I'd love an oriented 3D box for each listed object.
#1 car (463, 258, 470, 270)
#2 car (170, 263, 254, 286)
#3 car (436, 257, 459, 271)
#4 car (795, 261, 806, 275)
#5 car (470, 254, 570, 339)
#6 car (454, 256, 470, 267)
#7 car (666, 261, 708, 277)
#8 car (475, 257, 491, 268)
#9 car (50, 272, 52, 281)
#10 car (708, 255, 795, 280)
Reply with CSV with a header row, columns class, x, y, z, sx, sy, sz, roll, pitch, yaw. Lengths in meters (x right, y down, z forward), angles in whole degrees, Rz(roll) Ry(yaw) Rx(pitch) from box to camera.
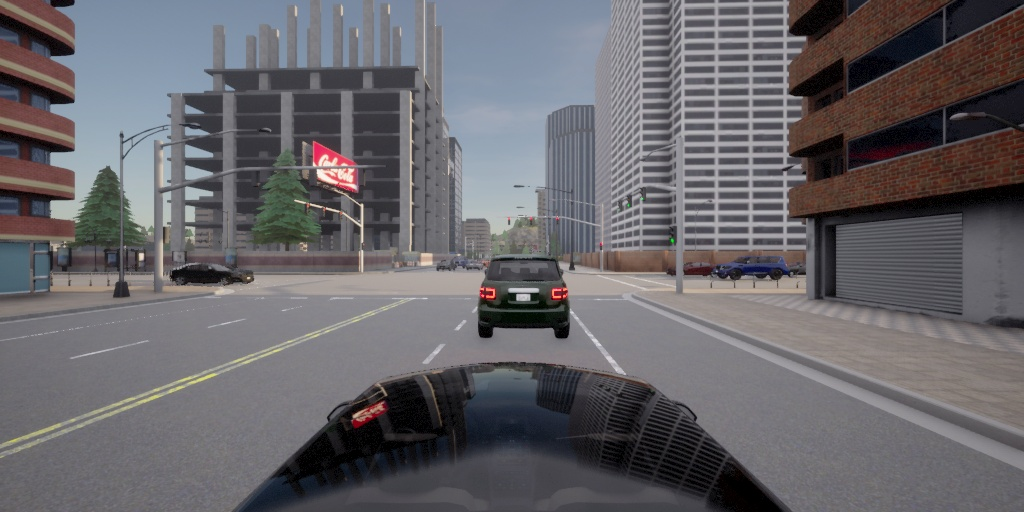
class,x,y,z,sx,sy,sz,roll,pitch,yaw
car,-5.276,1.351,51.160,1.895,1.301,4.718,0,0,2
car,-20.366,1.228,24.482,5.008,1.535,1.882,0,0,3
car,-8.880,1.255,48.524,1.837,1.490,4.892,0,0,2
car,27.240,1.241,33.737,4.902,1.511,2.128,0,0,2
car,0.338,0.971,10.283,2.150,2.045,5.566,0,0,2
car,-8.497,0.971,58.372,2.150,2.045,5.566,0,0,1
car,17.310,1.228,34.071,5.008,1.535,1.882,0,0,2
car,-4.871,1.102,61.260,2.097,1.767,4.553,0,0,2
car,-35.366,1.227,25.085,5.008,1.535,1.882,0,0,2
car,20.226,0.971,30.477,5.566,2.045,2.150,0,0,2
